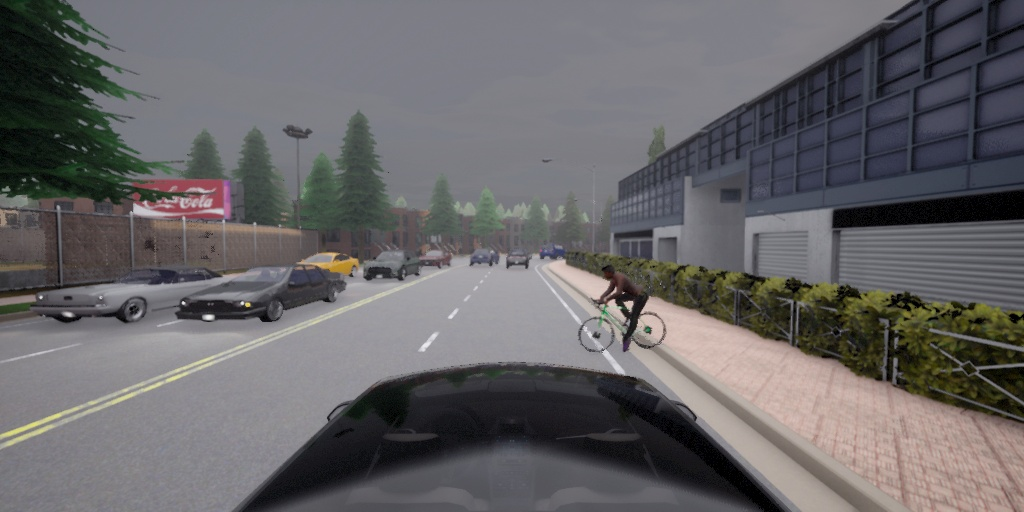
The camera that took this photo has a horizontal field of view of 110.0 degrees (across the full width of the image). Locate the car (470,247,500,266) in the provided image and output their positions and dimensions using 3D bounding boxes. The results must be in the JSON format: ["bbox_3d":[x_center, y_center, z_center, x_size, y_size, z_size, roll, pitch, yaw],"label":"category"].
[{"bbox_3d":[-2.506,-0.016,34.271,2.097,1.767,4.553,0,2,8],"label":"car"}]

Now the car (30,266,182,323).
[{"bbox_3d":[-10.554,1.008,10.735,1.895,1.301,4.718,0,2,0],"label":"car"}]

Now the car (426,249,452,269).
[{"bbox_3d":[-6.584,0.206,31.043,1.882,1.535,5.008,0,2,4],"label":"car"}]

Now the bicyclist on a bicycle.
[{"bbox_3d":[2.018,0.970,6.679,1.656,1.620,0.582,-5,2,1],"label":"bicyclist on a bicycle"}]

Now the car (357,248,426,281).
[{"bbox_3d":[-6.906,0.419,21.068,2.097,1.767,4.553,0,2,2],"label":"car"}]

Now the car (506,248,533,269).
[{"bbox_3d":[0.589,0.238,31.171,2.128,1.511,4.902,0,2,5],"label":"car"}]

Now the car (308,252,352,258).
[{"bbox_3d":[-10.446,0.563,20.188,1.882,1.535,5.008,0,2,1],"label":"car"}]

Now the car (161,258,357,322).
[{"bbox_3d":[-7.055,0.957,11.004,2.033,1.411,5.357,0,2,0],"label":"car"}]

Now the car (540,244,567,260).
[{"bbox_3d":[5.538,-0.565,47.266,2.150,2.045,5.566,1,2,28],"label":"car"}]
